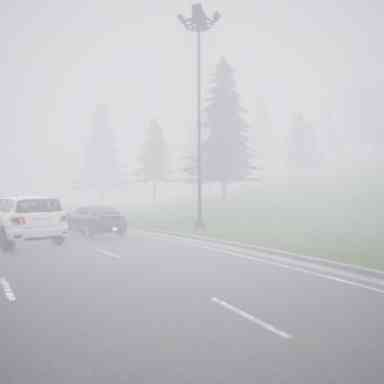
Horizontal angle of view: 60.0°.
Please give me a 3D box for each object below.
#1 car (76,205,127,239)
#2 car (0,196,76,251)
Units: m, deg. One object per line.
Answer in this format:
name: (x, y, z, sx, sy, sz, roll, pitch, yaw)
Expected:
car: (-5.189, 1.428, 17.122, 1.837, 1.490, 4.892, 0, 1, -42)
car: (-7.241, 1.168, 14.239, 2.150, 2.045, 5.566, 0, 0, -41)
